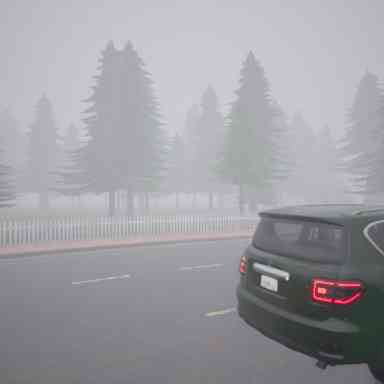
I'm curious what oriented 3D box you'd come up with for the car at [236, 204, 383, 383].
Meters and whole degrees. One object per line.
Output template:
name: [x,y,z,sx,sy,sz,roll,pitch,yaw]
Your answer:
car: [3.345,1.221,5.363,5.566,2.045,2.150,0,0,-27]
